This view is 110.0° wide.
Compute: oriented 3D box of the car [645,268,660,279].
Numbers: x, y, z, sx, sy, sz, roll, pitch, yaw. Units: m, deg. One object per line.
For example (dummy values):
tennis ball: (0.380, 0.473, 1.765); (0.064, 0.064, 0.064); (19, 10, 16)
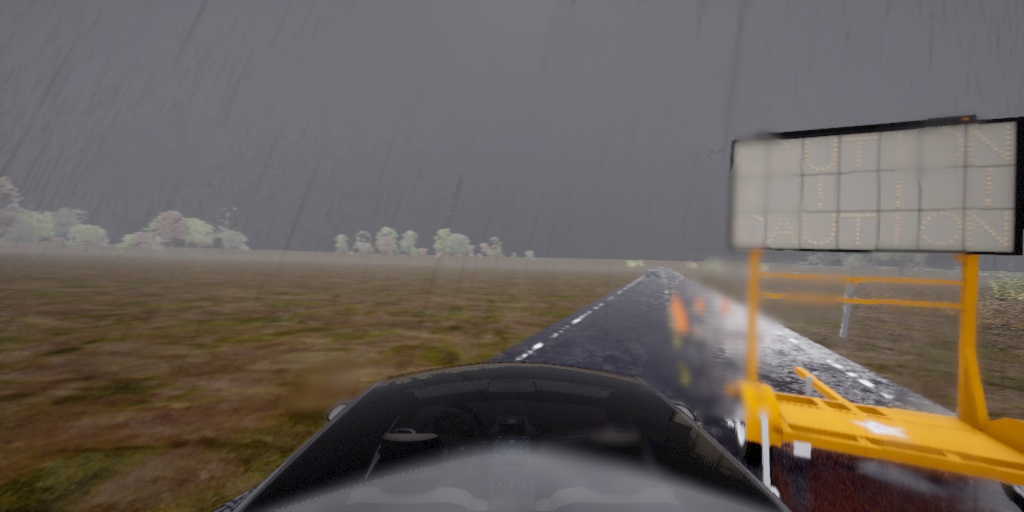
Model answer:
car: (20.315, 2.482, 51.740); (2.033, 1.411, 5.357); (2, -1, 23)

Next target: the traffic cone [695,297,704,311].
traffic cone: (8.439, 2.138, 16.146); (0.340, 0.580, 0.340); (0, 0, 23)

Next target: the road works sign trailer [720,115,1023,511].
road works sign trailer: (3.701, 0.367, 4.040); (2.380, 3.560, 2.880); (0, 0, 23)

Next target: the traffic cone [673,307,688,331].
traffic cone: (5.213, 1.976, 10.992); (0.340, 0.580, 0.340); (0, 0, 23)

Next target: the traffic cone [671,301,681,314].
traffic cone: (5.981, 2.020, 12.838); (0.340, 0.580, 0.340); (0, 0, 23)

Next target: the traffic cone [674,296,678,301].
traffic cone: (6.748, 2.065, 14.684); (0.340, 0.580, 0.340); (0, 0, 23)
